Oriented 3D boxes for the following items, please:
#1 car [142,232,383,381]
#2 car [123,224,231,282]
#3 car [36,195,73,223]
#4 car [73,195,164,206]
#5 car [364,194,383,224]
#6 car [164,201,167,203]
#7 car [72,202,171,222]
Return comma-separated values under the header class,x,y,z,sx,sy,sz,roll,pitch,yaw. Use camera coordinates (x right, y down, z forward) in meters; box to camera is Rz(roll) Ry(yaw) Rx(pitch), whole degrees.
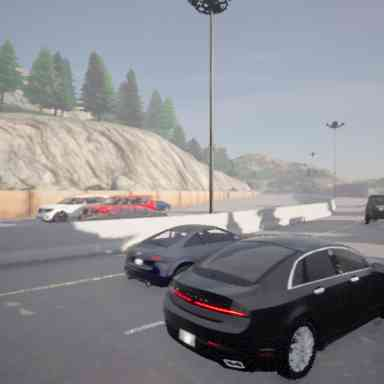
class,x,y,z,sx,sy,sz,roll,pitch,yaw
car,1.802,1.498,5.550,4.892,1.490,1.837,0,0,-40
car,0.303,1.560,8.902,4.181,1.385,1.994,0,0,-40
car,-8.439,1.237,24.619,5.566,2.045,2.150,0,0,-44
car,-4.948,1.227,23.163,2.150,2.045,5.566,0,0,44
car,13.660,1.175,23.448,2.150,2.045,5.566,0,0,35
car,-4.069,1.525,34.795,1.812,1.442,4.674,0,0,37
car,-3.816,1.552,19.388,5.357,1.411,2.033,0,0,-44
